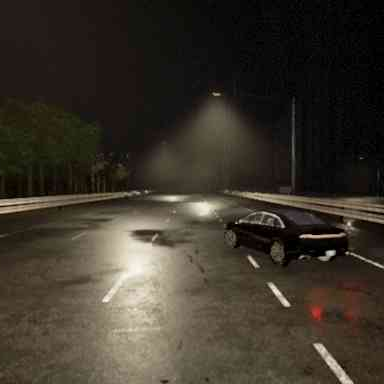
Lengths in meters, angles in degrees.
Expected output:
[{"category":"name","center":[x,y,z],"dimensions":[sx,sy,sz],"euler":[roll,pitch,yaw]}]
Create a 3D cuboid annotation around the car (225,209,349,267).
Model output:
[{"category":"car","center":[2.741,1.313,10.843],"dimensions":[2.128,1.511,4.902],"euler":[0,1,-20]}]
